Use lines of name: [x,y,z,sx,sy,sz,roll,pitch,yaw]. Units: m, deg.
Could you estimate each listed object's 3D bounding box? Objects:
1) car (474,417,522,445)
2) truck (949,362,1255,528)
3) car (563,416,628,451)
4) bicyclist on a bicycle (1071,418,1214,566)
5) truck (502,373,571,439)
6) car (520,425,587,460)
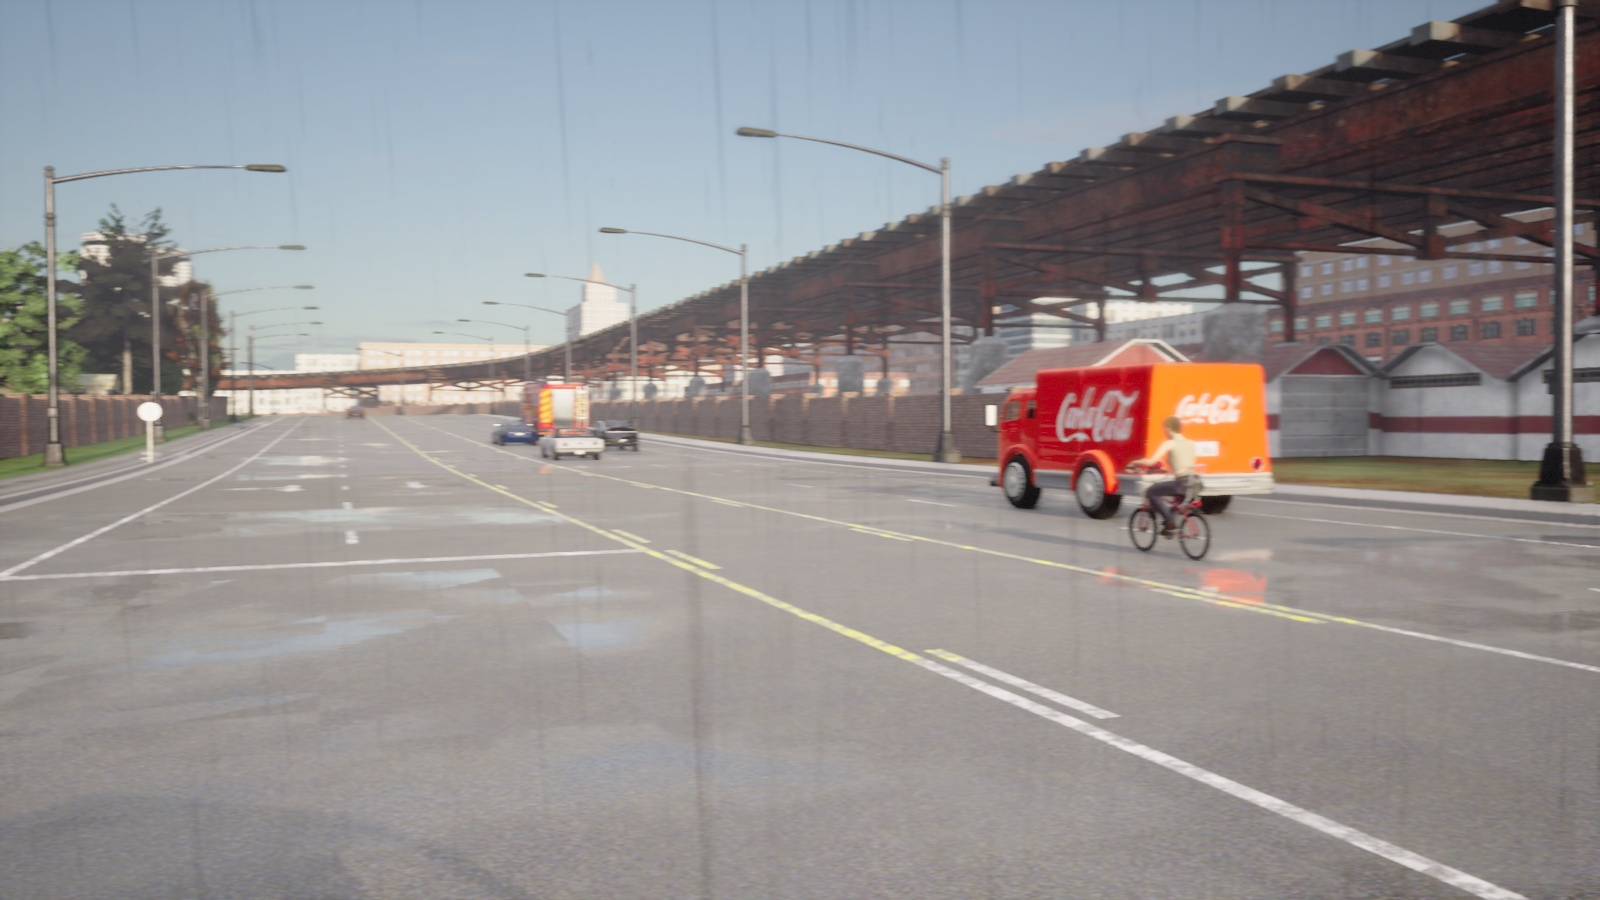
car: [-16.255,-1.064,67.421,1.994,1.385,4.181,0,3,-21]
truck: [4.969,-0.134,21.633,2.627,2.467,5.204,0,1,-21]
car: [-9.915,-0.829,60.629,2.128,1.511,4.902,0,2,-21]
bicyclist on a bicycle: [3.932,0.445,14.527,0.866,1.612,1.509,0,1,-21]
truck: [-16.346,-2.723,77.445,2.891,3.827,8.468,0,3,-21]
car: [-10.127,-0.340,51.375,1.895,1.301,4.718,0,2,-21]
